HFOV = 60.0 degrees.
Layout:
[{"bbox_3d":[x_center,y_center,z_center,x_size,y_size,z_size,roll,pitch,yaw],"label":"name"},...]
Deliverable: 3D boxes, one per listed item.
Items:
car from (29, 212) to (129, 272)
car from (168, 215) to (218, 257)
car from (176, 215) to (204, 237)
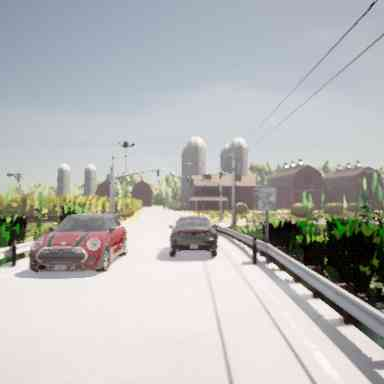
[{"bbox_3d":[-3.555,1.525,11.261,2.097,1.767,4.553,0,-2,0],"label":"car"},{"bbox_3d":[0.035,1.794,14.187,1.837,1.490,4.892,0,-3,-1],"label":"car"},{"bbox_3d":[-0.261,2.439,24.365,1.812,1.442,4.674,0,-5,-3],"label":"car"}]
